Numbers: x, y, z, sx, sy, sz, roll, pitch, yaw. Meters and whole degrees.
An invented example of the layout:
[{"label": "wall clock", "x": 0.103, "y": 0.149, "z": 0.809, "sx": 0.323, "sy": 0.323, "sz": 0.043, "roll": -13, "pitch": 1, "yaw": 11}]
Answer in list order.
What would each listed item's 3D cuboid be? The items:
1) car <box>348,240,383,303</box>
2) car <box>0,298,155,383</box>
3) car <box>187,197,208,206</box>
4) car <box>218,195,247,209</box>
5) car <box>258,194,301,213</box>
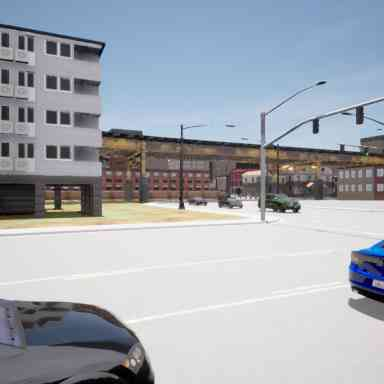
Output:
[{"label": "car", "x": 5.554, "y": 1.478, "z": 6.907, "sx": 5.008, "sy": 1.535, "sz": 1.882, "roll": 0, "pitch": 0, "yaw": -25}, {"label": "car", "x": -2.423, "y": 1.564, "z": 2.754, "sx": 4.181, "sy": 1.385, "sz": 1.994, "roll": 0, "pitch": 0, "yaw": -32}, {"label": "car", "x": 0.846, "y": 1.547, "z": 55.884, "sx": 2.033, "sy": 1.411, "sz": 5.357, "roll": 0, "pitch": 0, "yaw": -20}, {"label": "car", "x": 5.267, "y": 1.526, "z": 46.433, "sx": 1.812, "sy": 1.442, "sz": 4.674, "roll": 0, "pitch": 0, "yaw": -25}, {"label": "car", "x": 9.641, "y": 1.222, "z": 37.280, "sx": 2.150, "sy": 2.045, "sz": 5.566, "roll": 0, "pitch": 0, "yaw": -26}]
